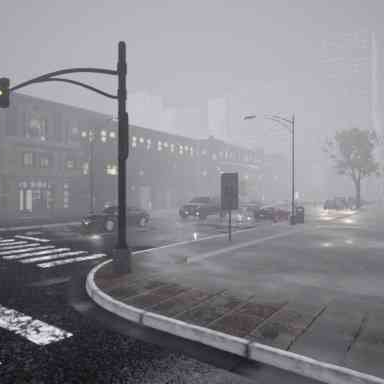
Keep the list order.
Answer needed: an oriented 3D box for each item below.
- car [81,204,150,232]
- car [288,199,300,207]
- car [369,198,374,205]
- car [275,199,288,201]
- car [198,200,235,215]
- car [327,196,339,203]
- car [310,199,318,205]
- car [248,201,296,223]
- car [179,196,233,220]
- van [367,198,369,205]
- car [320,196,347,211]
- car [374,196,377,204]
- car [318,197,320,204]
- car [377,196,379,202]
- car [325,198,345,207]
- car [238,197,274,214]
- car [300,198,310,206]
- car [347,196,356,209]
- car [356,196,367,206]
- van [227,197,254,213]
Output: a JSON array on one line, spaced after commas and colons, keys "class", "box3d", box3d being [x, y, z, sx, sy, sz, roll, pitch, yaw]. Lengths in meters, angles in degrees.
[{"class": "car", "box3d": [-4.732, 1.578, 21.173, 1.837, 1.490, 4.892, 0, 0, 34]}, {"class": "car", "box3d": [15.585, 1.815, 54.468, 2.008, 1.369, 4.403, 0, -1, 35]}, {"class": "car", "box3d": [35.168, 1.971, 67.709, 1.802, 1.307, 4.206, 0, -1, 35]}, {"class": "car", "box3d": [12.304, 1.759, 49.812, 1.752, 1.417, 4.829, 0, -1, 35]}, {"class": "car", "box3d": [2.755, 1.674, 36.261, 1.752, 1.417, 4.829, 0, 0, 35]}, {"class": "car", "box3d": [34.683, 1.893, 81.571, 1.967, 1.590, 4.097, 0, -1, 35]}, {"class": "car", "box3d": [21.951, 1.876, 63.503, 2.008, 1.369, 4.403, 0, -1, 35]}, {"class": "car", "box3d": [6.564, 1.670, 27.027, 1.887, 1.381, 4.507, 0, 0, 35]}, {"class": "car", "box3d": [1.157, 1.340, 29.490, 2.150, 2.045, 5.566, 0, 0, 35]}, {"class": "van", "box3d": [31.985, 1.699, 63.194, 1.690, 1.788, 3.998, 0, -1, 35]}, {"class": "car", "box3d": [19.252, 1.676, 45.125, 1.967, 1.590, 4.097, 0, -1, 35]}, {"class": "car", "box3d": [38.449, 1.948, 72.366, 1.752, 1.417, 4.829, 0, -1, 35]}, {"class": "car", "box3d": [28.317, 1.828, 72.537, 1.967, 1.590, 4.097, 0, -1, 35]}, {"class": "car", "box3d": [41.534, 2.037, 76.743, 1.802, 1.307, 4.206, 0, -1, 35]}, {"class": "car", "box3d": [24.751, 1.854, 57.412, 2.033, 1.411, 5.357, 0, 0, 35]}, {"class": "car", "box3d": [7.072, 1.660, 37.861, 2.128, 1.511, 4.902, 0, 0, 35]}, {"class": "car", "box3d": [18.768, 1.846, 58.985, 2.008, 1.369, 4.403, 0, -1, 35]}, {"class": "car", "box3d": [22.435, 1.581, 49.643, 2.192, 1.841, 5.009, 0, -1, 35]}, {"class": "car", "box3d": [28.802, 1.642, 58.678, 2.192, 1.841, 5.009, 0, -1, 35]}, {"class": "van", "box3d": [6.035, 1.518, 40.918, 1.690, 1.788, 3.998, 0, 0, 35]}]
